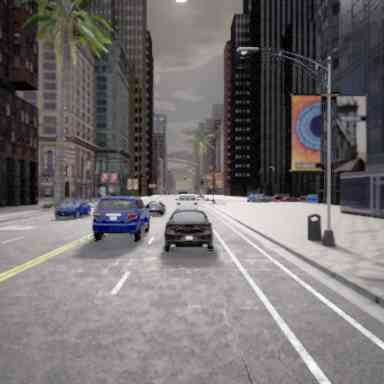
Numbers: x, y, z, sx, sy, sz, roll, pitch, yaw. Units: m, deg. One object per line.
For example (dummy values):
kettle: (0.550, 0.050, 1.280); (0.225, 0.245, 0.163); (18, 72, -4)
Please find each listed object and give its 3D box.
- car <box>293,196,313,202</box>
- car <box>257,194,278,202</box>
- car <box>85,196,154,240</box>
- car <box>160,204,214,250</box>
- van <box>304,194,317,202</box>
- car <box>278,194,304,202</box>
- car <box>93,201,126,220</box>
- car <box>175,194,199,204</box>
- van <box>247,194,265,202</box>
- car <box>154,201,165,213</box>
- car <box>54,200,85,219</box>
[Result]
car: (26.958, 1.633, 80.980); (4.206, 1.307, 1.802); (0, 0, -1)
car: (15.765, 1.618, 72.244); (4.403, 1.369, 2.008); (0, 0, -1)
car: (-3.447, 1.230, 17.041); (2.150, 2.045, 5.566); (0, 0, -1)
car: (-0.147, 1.486, 14.352); (1.882, 1.535, 5.008); (0, 0, -1)
van: (27.119, 1.409, 72.456); (3.998, 1.788, 1.690); (0, 0, -1)
car: (21.442, 1.649, 72.350); (4.206, 1.307, 1.802); (0, 0, -1)
car: (-7.117, 1.540, 29.136); (1.812, 1.442, 4.674); (0, 0, -1)
car: (-0.494, 1.244, 33.219); (2.150, 2.045, 5.566); (0, 0, -1)
van: (15.605, 1.391, 80.767); (3.998, 1.788, 1.690); (0, 0, -1)
car: (-3.768, 1.585, 34.580); (1.994, 1.385, 4.181); (0, 0, -1)
car: (-10.366, 1.489, 29.104); (1.882, 1.535, 5.008); (0, 0, -1)
